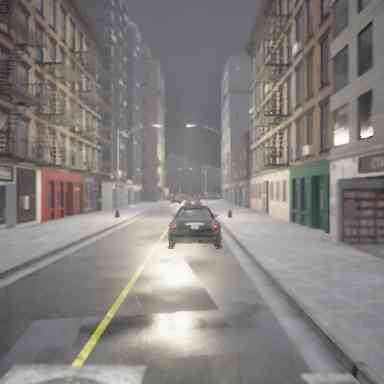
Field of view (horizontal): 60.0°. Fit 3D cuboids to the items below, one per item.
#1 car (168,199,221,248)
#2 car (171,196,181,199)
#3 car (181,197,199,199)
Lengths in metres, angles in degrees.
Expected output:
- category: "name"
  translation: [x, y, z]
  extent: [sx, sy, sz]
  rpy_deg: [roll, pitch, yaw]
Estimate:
- category: "car"
  translation: [0.108, 1.360, 14.857]
  extent: [2.097, 1.767, 4.553]
  rpy_deg: [0, 0, 0]
- category: "car"
  translation: [-2.990, 1.520, 63.440]
  extent: [1.882, 1.535, 5.008]
  rpy_deg: [0, 0, 1]
- category: "car"
  translation: [0.119, 1.379, 39.582]
  extent: [2.097, 1.767, 4.553]
  rpy_deg: [0, 0, 0]
